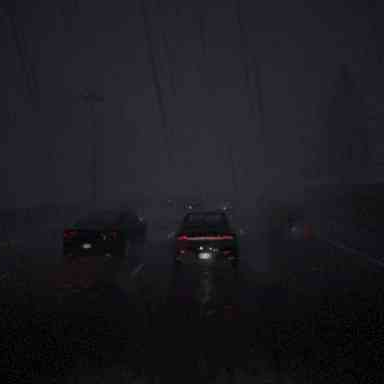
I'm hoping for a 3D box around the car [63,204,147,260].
[{"bbox_3d":[-2.948,1.424,12.292,1.882,1.535,5.008,-1,0,4],"label":"car"}]

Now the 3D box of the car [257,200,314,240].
[{"bbox_3d":[4.328,1.315,15.478,1.812,1.442,4.674,-1,0,5],"label":"car"}]

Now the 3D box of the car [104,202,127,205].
[{"bbox_3d":[-5.274,1.419,23.371,1.812,1.442,4.674,-1,1,8],"label":"car"}]

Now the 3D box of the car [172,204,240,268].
[{"bbox_3d":[0.471,1.389,10.892,2.128,1.511,4.902,-1,0,3],"label":"car"}]

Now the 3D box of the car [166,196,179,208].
[{"bbox_3d":[-1.723,1.178,40.306,2.128,1.511,4.902,-1,1,15],"label":"car"}]

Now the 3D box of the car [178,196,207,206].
[{"bbox_3d":[0.376,1.202,34.447,1.837,1.490,4.892,-1,0,13],"label":"car"}]

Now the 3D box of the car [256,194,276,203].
[{"bbox_3d":[8.216,1.040,36.965,1.837,1.490,4.892,-1,0,15],"label":"car"}]

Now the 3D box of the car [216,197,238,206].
[{"bbox_3d":[3.357,1.192,31.880,1.812,1.442,4.674,-1,0,12],"label":"car"}]
